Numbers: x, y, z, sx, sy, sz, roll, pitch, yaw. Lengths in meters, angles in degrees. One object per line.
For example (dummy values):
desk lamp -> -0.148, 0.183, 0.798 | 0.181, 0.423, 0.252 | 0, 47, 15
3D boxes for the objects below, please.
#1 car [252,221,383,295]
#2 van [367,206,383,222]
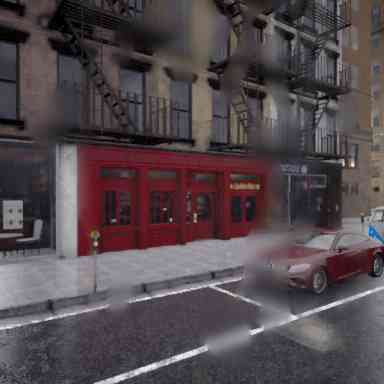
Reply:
car -> 3.424, 1.581, 8.618 | 4.206, 1.307, 1.802 | 0, 0, -35
van -> 7.832, 1.340, 11.747 | 3.998, 1.788, 1.690 | 0, 0, -35
